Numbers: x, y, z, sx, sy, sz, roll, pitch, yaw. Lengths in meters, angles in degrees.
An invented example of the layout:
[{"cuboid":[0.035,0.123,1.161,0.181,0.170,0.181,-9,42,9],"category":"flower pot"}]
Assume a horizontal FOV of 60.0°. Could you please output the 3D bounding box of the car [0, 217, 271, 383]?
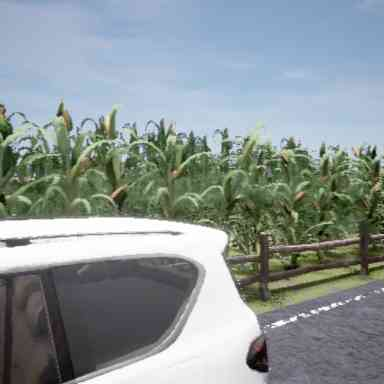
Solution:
[{"cuboid":[-2.032,1.223,1.535,5.566,2.045,2.150,0,0,-35],"category":"car"}]
